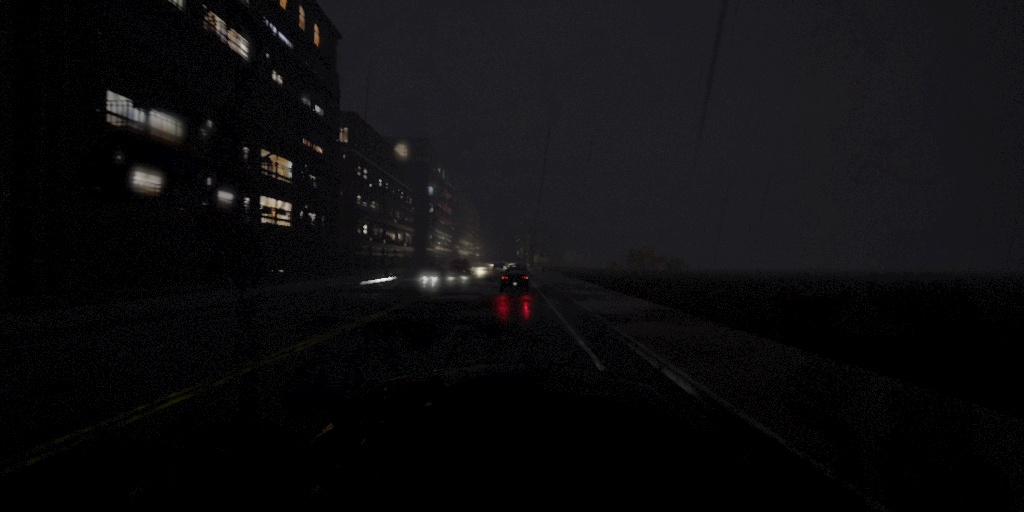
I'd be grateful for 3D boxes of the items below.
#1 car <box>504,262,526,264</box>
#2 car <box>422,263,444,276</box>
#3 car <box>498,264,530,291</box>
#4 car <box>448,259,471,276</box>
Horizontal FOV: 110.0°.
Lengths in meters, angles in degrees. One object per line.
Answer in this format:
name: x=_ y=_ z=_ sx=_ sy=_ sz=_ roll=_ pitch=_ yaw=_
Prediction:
car: x=0.300 y=1.665 z=42.434 sx=1.994 sy=1.385 sz=4.181 roll=0 pitch=-1 yaw=0
car: x=-9.609 y=1.650 z=44.074 sx=2.128 sy=1.511 sz=4.902 roll=0 pitch=-1 yaw=1
car: x=0.195 y=1.466 z=23.641 sx=1.812 sy=1.442 sz=4.674 roll=0 pitch=0 yaw=0
car: x=-6.361 y=1.366 z=43.953 sx=2.150 sy=2.045 sz=5.566 roll=0 pitch=-1 yaw=1
